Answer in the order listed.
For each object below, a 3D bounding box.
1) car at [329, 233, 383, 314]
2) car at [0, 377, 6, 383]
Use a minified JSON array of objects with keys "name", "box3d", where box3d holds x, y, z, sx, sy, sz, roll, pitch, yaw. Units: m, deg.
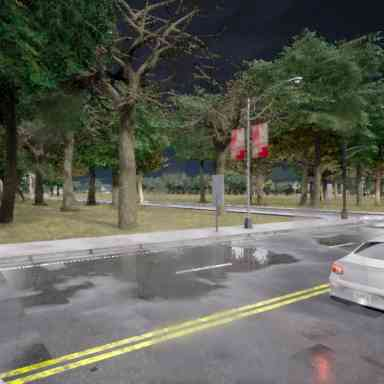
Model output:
[{"name":"car","box3d":[4.650,1.526,6.739,4.674,1.442,1.812,0,0,-35]},{"name":"car","box3d":[-3.238,1.526,1.140,4.674,1.442,1.812,0,0,-35]}]
